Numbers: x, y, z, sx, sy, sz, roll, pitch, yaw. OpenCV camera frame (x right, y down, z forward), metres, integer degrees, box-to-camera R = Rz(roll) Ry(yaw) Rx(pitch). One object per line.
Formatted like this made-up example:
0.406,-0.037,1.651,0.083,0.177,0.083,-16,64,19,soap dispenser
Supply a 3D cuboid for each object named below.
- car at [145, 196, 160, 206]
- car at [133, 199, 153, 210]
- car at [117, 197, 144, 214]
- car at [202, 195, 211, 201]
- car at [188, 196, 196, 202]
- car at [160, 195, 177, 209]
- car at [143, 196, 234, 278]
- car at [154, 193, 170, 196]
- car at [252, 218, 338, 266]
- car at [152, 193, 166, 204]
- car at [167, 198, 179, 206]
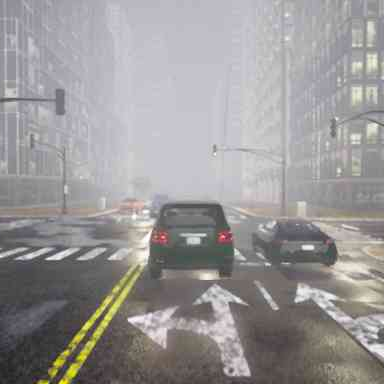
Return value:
-6.501,1.536,55.357,1.882,1.535,5.008,0,0,0,car
-6.573,1.652,45.102,1.895,1.301,4.718,0,0,0,car
-6.623,1.396,36.113,2.097,1.767,4.553,0,0,1,car
3.249,1.380,77.809,1.882,1.535,5.008,0,0,0,car
-0.002,1.594,79.060,1.812,1.442,4.674,0,0,0,car
-3.315,1.405,47.714,2.097,1.767,4.553,0,0,0,car
-0.149,1.249,10.333,2.150,2.045,5.566,0,-1,-4,car
-3.364,1.267,37.902,2.150,2.045,5.566,0,0,-1,car
3.342,1.604,11.573,1.994,1.385,4.181,0,-1,0,car
-6.502,1.287,65.927,2.150,2.045,5.566,0,0,0,car
-3.252,1.661,57.766,1.895,1.301,4.718,0,0,0,car
